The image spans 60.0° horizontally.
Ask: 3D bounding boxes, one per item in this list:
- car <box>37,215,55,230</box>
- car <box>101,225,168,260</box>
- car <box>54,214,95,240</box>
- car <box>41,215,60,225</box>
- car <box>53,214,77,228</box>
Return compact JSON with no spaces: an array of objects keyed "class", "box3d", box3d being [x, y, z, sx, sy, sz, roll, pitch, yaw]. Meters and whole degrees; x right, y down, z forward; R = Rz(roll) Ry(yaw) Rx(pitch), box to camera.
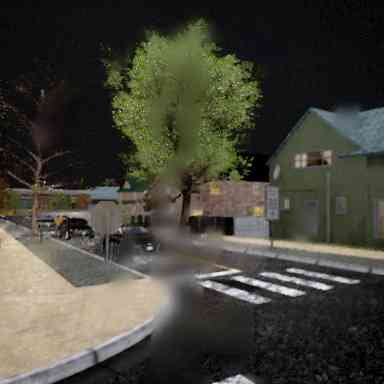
[{"class":"car","box3d":[-16.296,3.338,36.842,2.128,1.511,4.902,1,-3,-32]},{"class":"car","box3d":[-2.770,2.238,15.497,1.994,1.385,4.181,1,-3,-31]},{"class":"car","box3d":[-8.664,2.683,24.789,1.837,1.490,4.892,1,-3,-32]},{"class":"car","box3d":[-21.457,4.164,50.236,1.895,1.301,4.718,1,-3,-32]},{"class":"car","box3d":[-16.018,3.562,41.759,1.882,1.535,5.008,1,-3,-32]}]
